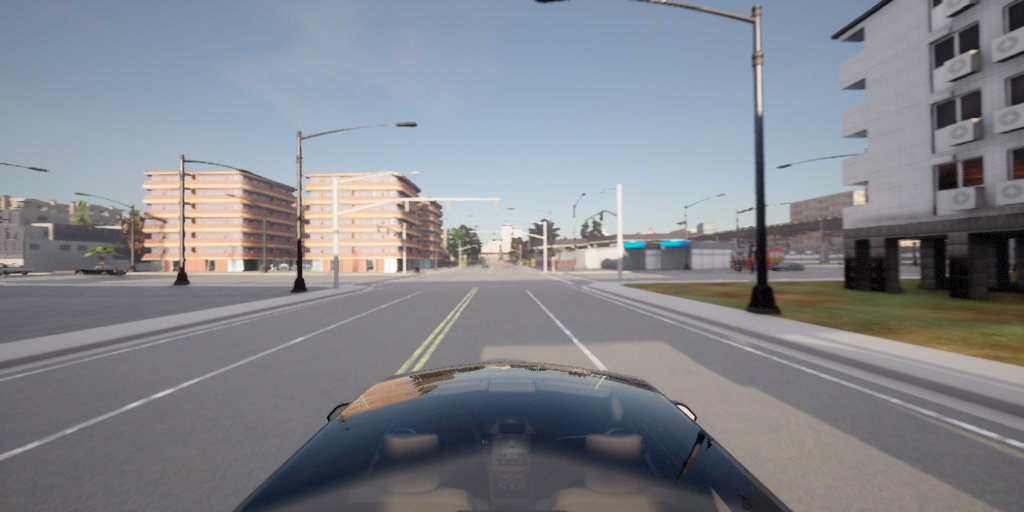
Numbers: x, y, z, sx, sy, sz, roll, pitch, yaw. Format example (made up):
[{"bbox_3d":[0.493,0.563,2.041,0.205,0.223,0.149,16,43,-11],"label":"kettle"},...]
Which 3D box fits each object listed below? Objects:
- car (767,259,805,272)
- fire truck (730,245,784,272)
[{"bbox_3d":[38.298,1.490,49.684,5.357,1.411,2.033,0,-1,-25],"label":"car"},{"bbox_3d":[35.791,0.341,52.334,8.468,3.827,2.891,0,-1,-25],"label":"fire truck"}]
